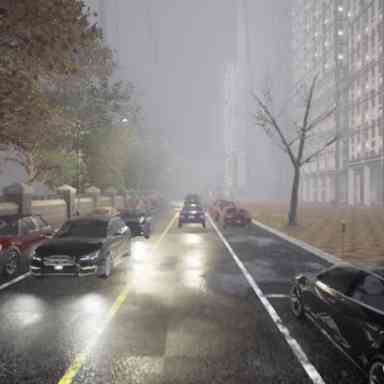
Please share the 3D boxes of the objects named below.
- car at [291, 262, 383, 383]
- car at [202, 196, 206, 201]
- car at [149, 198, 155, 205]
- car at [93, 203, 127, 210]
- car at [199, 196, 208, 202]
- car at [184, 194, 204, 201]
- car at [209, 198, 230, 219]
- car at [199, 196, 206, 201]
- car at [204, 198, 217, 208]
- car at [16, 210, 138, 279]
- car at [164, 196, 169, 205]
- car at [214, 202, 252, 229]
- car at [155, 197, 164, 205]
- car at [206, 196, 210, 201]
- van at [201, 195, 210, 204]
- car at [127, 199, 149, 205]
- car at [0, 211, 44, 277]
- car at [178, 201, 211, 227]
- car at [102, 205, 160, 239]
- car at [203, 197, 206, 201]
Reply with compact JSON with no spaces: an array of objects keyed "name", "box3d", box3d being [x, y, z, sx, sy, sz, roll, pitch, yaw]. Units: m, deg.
[{"name":"car","box3d":[2.690,1.567,4.408,1.947,1.339,4.313,0,0,0]},{"name":"car","box3d":[2.689,1.585,43.834,2.008,1.369,4.403,0,0,0]},{"name":"car","box3d":[-5.691,1.573,38.202,1.887,1.381,4.507,0,0,0]},{"name":"car","box3d":[-5.690,1.537,21.136,1.752,1.417,4.829,0,0,0]},{"name":"car","box3d":[2.688,1.671,77.627,1.802,1.307,4.206,0,0,0]},{"name":"car","box3d":[0.093,1.257,45.058,2.150,2.045,5.566,0,0,0]},{"name":"car","box3d":[2.690,1.456,26.938,1.967,1.590,4.097,0,0,0]},{"name":"car","box3d":[2.688,1.696,88.892,1.802,1.307,4.206,0,0,0]},{"name":"car","box3d":[2.689,1.623,49.467,1.802,1.307,4.206,0,0,0]},{"name":"car","box3d":[-3.078,1.511,10.154,1.837,1.490,4.892,0,0,0]},{"name":"car","box3d":[-5.692,1.603,60.730,1.887,1.381,4.507,0,0,0]},{"name":"car","box3d":[2.690,1.556,21.306,1.887,1.381,4.507,0,0,0]},{"name":"car","box3d":[-5.691,1.586,49.466,1.887,1.381,4.507,0,0,0]},{"name":"car","box3d":[2.690,1.462,32.569,1.967,1.590,4.097,0,0,0]},{"name":"van","box3d":[2.689,1.408,66.365,1.690,1.788,3.998,0,0,0]},{"name":"car","box3d":[-5.690,1.463,32.569,1.967,1.590,4.097,0,0,0]},{"name":"car","box3d":[-5.689,1.445,10.041,1.967,1.590,4.097,0,0,0]},{"name":"car","box3d":[0.026,1.561,22.837,2.033,1.411,5.357,0,0,1]},{"name":"car","box3d":[-3.001,1.573,17.226,1.994,1.385,4.181,0,0,0]},{"name":"car","box3d":[2.689,1.578,38.202,2.008,1.369,4.403,0,0,0]}]
